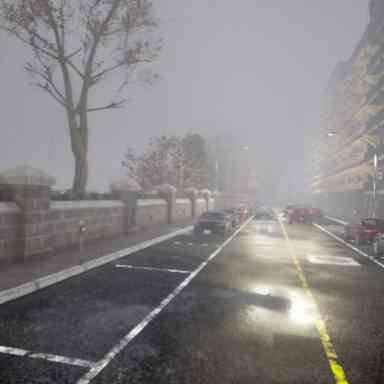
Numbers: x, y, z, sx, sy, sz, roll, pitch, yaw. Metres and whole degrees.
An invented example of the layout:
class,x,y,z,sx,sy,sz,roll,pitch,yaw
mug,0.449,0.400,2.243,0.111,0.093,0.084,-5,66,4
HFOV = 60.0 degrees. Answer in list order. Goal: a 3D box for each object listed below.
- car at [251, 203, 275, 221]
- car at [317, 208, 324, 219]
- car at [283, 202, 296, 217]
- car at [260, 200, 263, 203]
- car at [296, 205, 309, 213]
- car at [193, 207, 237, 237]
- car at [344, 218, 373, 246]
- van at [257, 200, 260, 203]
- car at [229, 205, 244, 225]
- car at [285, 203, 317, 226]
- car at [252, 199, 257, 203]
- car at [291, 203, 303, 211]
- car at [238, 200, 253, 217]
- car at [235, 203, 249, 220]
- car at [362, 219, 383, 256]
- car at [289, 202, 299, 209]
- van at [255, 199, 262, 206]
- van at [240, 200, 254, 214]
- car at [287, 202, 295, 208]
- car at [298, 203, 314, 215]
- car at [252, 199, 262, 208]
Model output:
class,x,y,z,sx,sy,sz,roll,pitch,yaw
car,7.627,2.163,34.778,2.033,1.411,5.357,2,-1,14
car,14.710,2.518,39.794,1.802,1.307,4.206,2,-1,13
car,12.274,2.336,41.090,1.882,1.535,5.008,2,0,14
car,13.107,2.756,69.123,1.947,1.339,4.313,2,-1,13
car,18.635,2.842,56.221,1.802,1.307,4.206,2,-1,13
car,1.334,1.801,19.849,1.947,1.339,4.313,2,-1,13
car,9.480,2.066,17.896,1.887,1.381,4.507,2,-1,13
van,10.499,2.315,58.175,1.690,1.788,3.998,2,-1,13
car,2.642,1.916,25.324,1.802,1.307,4.206,2,-1,13
car,9.665,2.119,29.914,1.882,1.535,5.008,2,-1,14
car,6.575,1.965,41.749,2.192,1.841,5.009,2,-1,13
car,21.252,3.042,67.172,1.947,1.339,4.313,2,-1,13
car,5.263,1.982,36.271,1.967,1.590,4.097,2,-1,13
car,3.951,1.981,30.797,1.887,1.381,4.507,2,-1,13
car,8.170,1.972,12.421,2.008,1.369,4.403,2,-1,13
car,23.873,3.137,78.122,1.967,1.590,4.097,2,-1,13
van,18.348,2.976,91.025,1.690,1.788,3.998,2,-1,13
van,7.883,2.099,47.224,1.690,1.788,3.998,2,-1,13
car,26.526,3.450,89.237,1.752,1.417,4.829,2,-1,13
car,17.332,2.592,50.747,1.967,1.590,4.097,2,-1,13
car,15.733,2.726,80.075,2.192,1.841,5.009,2,-1,13
